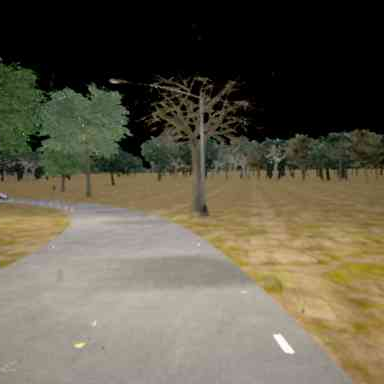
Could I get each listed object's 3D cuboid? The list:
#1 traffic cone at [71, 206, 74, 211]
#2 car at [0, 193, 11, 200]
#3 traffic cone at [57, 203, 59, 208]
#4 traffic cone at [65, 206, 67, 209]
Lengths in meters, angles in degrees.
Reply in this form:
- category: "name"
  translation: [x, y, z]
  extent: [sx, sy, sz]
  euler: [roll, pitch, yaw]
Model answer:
- category: "traffic cone"
  translation: [-13.926, 1.934, 38.746]
  extent: [0.340, 0.580, 0.340]
  euler: [-2, 1, -28]
- category: "car"
  translation: [-41.241, 1.046, 72.038]
  extent: [4.674, 1.442, 1.812]
  euler: [1, 3, 33]
- category: "traffic cone"
  translation: [-18.896, 1.898, 47.072]
  extent: [0.340, 0.580, 0.340]
  euler: [-3, 2, -34]
- category: "traffic cone"
  translation: [-16.294, 1.916, 42.980]
  extent: [0.340, 0.580, 0.340]
  euler: [-2, 1, -31]
